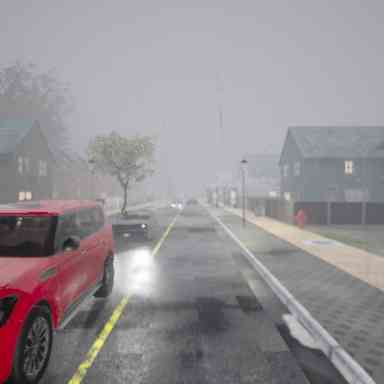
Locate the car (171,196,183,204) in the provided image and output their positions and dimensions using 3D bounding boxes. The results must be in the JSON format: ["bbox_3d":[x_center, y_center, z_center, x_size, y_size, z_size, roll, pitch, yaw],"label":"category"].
[{"bbox_3d":[-2.767,1.511,62.344,2.128,1.511,4.902,0,0,1],"label":"car"}]

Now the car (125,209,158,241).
[{"bbox_3d":[-2.837,1.561,16.682,1.895,1.301,4.718,0,0,0],"label":"car"}]

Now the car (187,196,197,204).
[{"bbox_3d":[0.009,1.597,66.974,2.033,1.411,5.357,0,0,0],"label":"car"}]

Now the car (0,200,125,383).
[{"bbox_3d":[-2.831,1.202,5.603,2.150,2.045,5.566,0,0,0],"label":"car"}]

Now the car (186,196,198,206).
[{"bbox_3d":[0.013,1.565,56.031,1.994,1.385,4.181,0,0,0],"label":"car"}]
